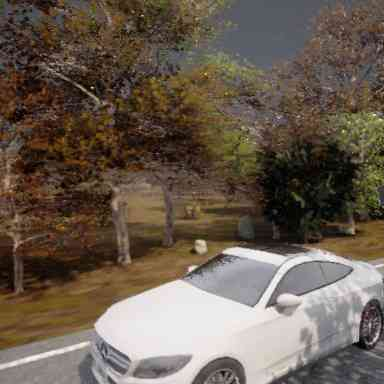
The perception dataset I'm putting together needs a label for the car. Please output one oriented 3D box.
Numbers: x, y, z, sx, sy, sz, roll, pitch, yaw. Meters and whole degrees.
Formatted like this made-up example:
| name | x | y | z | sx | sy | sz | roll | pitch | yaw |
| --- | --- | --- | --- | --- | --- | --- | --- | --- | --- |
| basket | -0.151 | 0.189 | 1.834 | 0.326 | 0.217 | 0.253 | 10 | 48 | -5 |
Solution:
| name | x | y | z | sx | sy | sz | roll | pitch | yaw |
| --- | --- | --- | --- | --- | --- | --- | --- | --- | --- |
| car | 0.986 | 1.523 | 4.696 | 4.674 | 1.442 | 1.812 | 0 | 0 | -35 |
